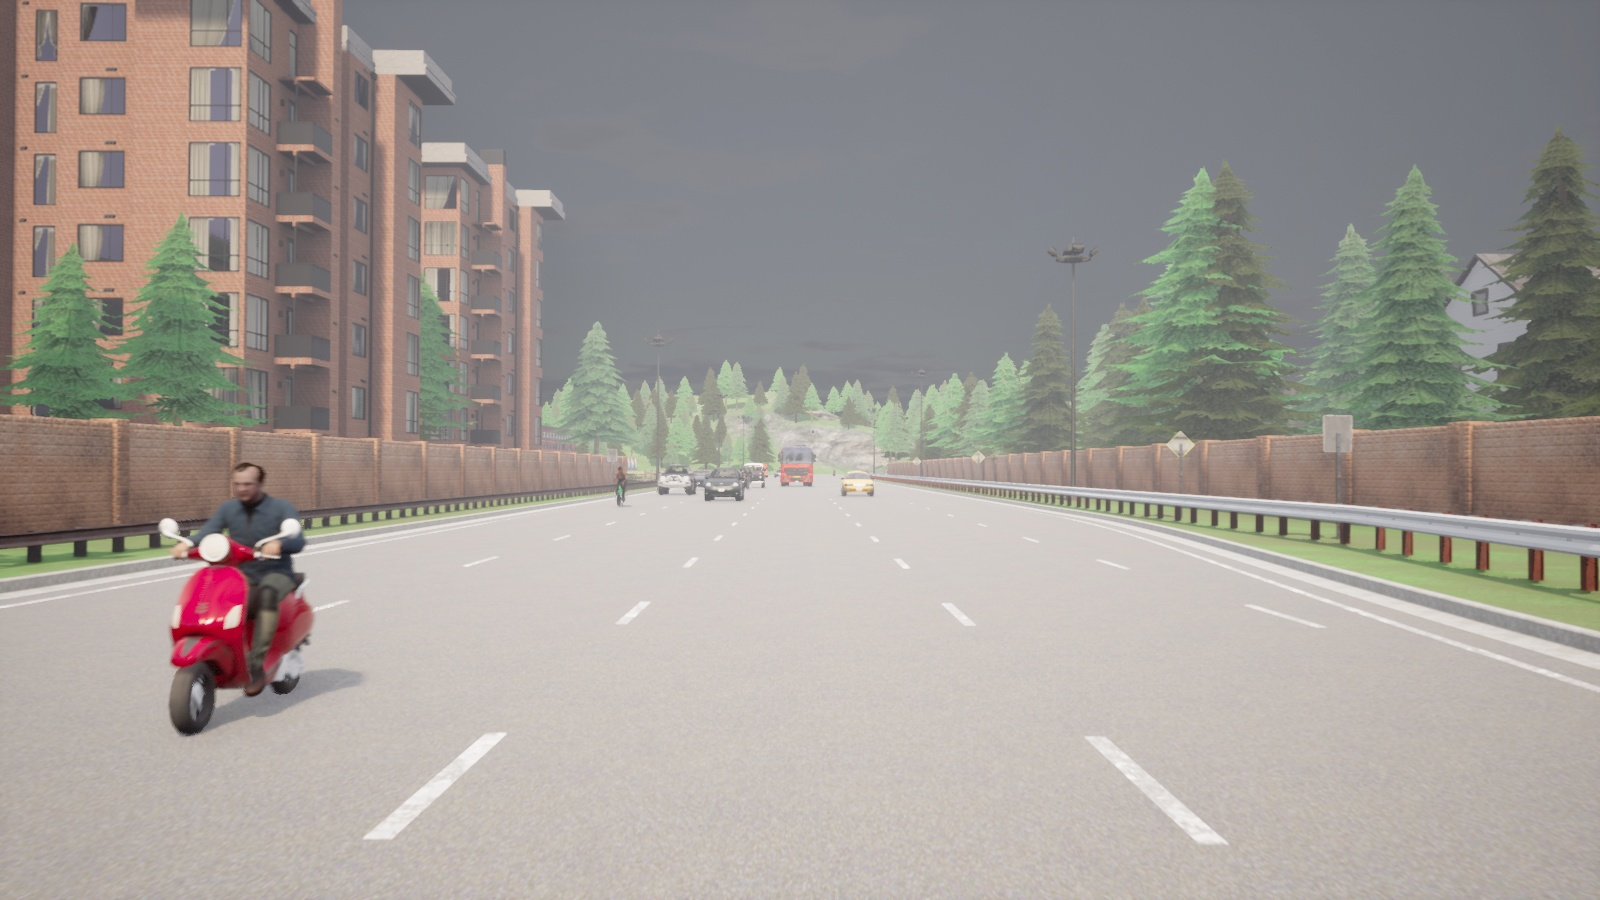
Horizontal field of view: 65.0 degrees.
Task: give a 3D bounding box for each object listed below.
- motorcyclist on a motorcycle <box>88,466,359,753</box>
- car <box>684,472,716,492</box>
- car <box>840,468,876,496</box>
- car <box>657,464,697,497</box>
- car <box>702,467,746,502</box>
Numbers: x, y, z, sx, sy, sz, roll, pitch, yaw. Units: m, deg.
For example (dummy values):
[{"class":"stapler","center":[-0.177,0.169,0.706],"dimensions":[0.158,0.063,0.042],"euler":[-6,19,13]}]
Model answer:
[{"class":"motorcyclist on a motorcycle","center":[-3.520,0.899,7.884],"dimensions":[0.866,1.590,1.817],"euler":[0,-1,0]},{"class":"car","center":[-7.225,2.288,91.205],"dimensions":[1.994,1.385,4.181],"euler":[0,-1,0]},{"class":"car","center":[3.320,1.839,72.648],"dimensions":[1.801,1.575,5.366],"euler":[0,-1,0]},{"class":"car","center":[-7.183,1.774,73.645],"dimensions":[1.932,1.855,4.605],"euler":[0,-1,0]},{"class":"car","center":[-3.628,1.641,60.437],"dimensions":[1.851,1.617,3.988],"euler":[0,-1,1]}]
